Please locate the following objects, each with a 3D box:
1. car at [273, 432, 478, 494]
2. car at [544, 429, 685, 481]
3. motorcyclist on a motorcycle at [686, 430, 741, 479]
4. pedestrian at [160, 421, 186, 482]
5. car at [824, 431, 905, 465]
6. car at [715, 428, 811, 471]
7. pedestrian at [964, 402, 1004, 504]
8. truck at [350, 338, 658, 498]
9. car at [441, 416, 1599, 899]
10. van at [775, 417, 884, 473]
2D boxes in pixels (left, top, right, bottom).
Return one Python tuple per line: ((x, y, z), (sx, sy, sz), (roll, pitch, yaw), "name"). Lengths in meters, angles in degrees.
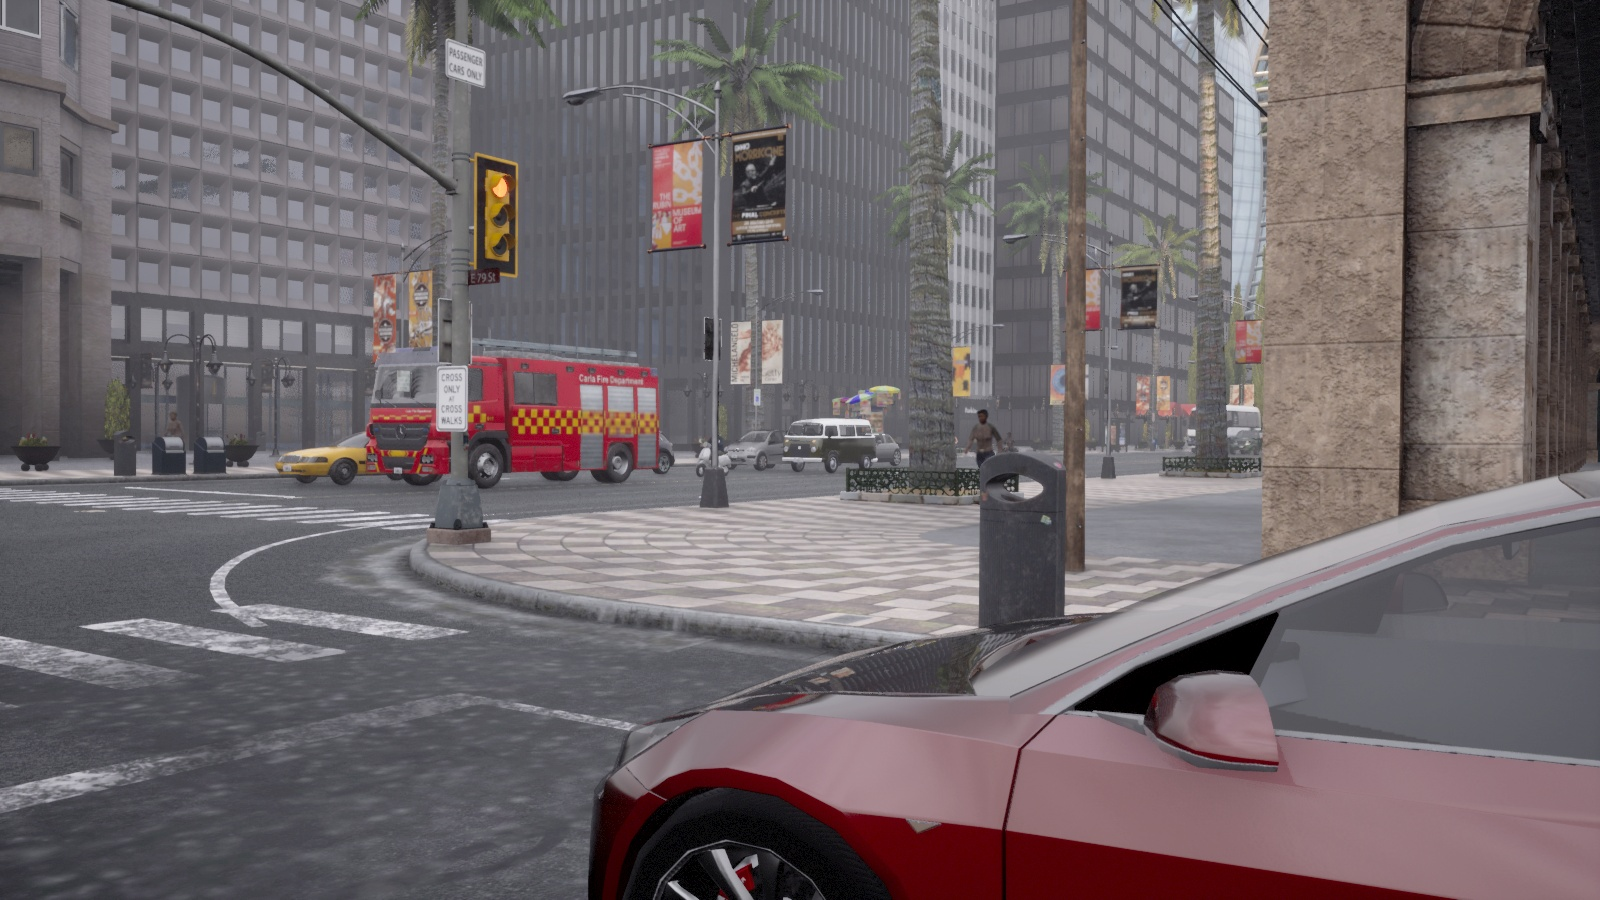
((-11.593, 0.301, 34.719), (1.801, 1.575, 5.366), (0, 1, 34), "car")
((-6.252, 0.133, 42.845), (2.033, 1.649, 4.856), (0, 1, 34), "car")
((-2.858, 0.142, 41.631), (0.866, 1.590, 1.817), (0, 1, 33), "motorcyclist on a motorcycle")
((-19.140, 0.038, 38.344), (0.331, 1.846, 0.634), (0, 1, 24), "pedestrian")
((2.949, -0.105, 56.751), (1.970, 1.475, 3.806), (0, 1, 33), "car")
((-1.431, -0.042, 50.141), (1.851, 1.617, 3.988), (0, 1, 33), "car")
((3.357, 0.046, 22.848), (0.328, 1.805, 0.869), (0, 1, 37), "pedestrian")
((-7.730, -0.831, 34.274), (2.891, 3.827, 8.468), (0, 1, 33), "truck")
((1.787, 0.681, 2.457), (4.792, 1.488, 2.163), (0, 1, 33), "car")
((1.180, -0.208, 47.746), (2.069, 2.038, 4.480), (0, 1, 33), "van")
